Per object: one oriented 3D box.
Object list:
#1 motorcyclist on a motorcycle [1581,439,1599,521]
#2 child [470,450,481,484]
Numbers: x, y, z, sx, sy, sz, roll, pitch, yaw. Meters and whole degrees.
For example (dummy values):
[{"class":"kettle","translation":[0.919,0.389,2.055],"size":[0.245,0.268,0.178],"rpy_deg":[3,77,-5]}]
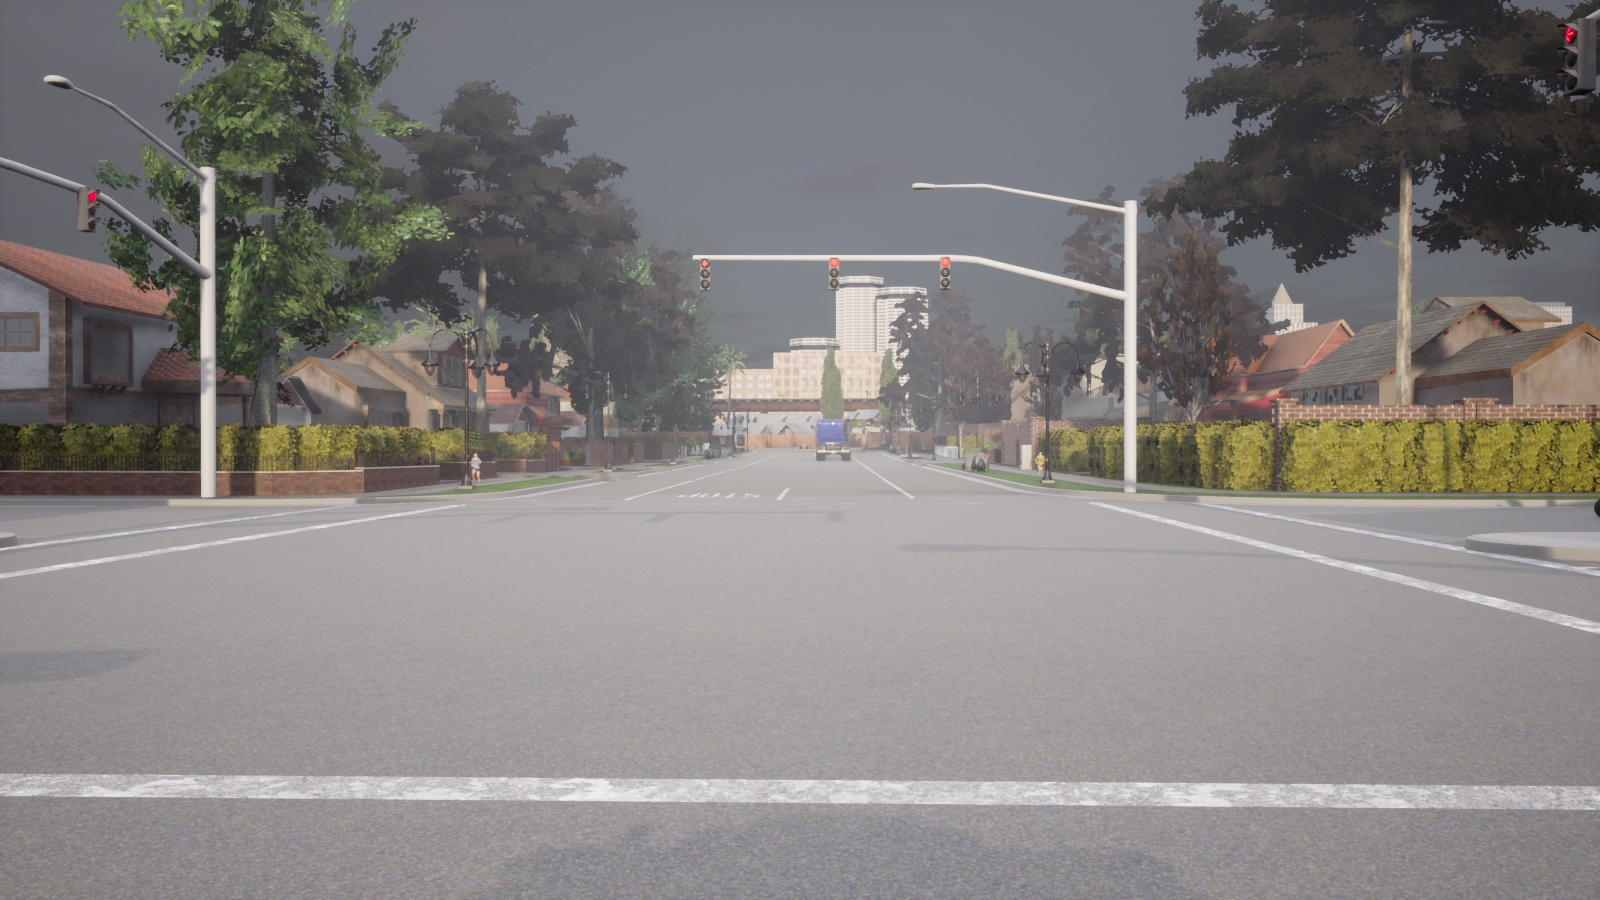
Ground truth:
[{"class":"motorcyclist on a motorcycle","translation":[16.364,0.575,24.398],"size":[1.817,1.590,0.866],"rpy_deg":[0,0,1]},{"class":"child","translation":[-10.713,0.549,41.479],"size":[0.255,1.110,0.394],"rpy_deg":[0,0,0]}]
